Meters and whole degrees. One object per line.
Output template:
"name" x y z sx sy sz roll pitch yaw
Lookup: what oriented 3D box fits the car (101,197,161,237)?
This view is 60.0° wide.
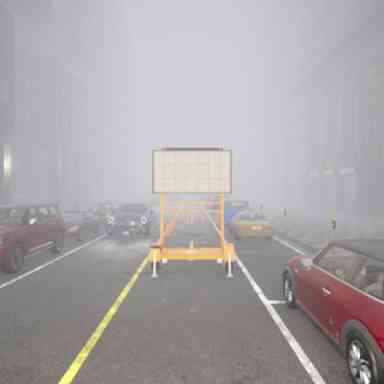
"car" -3.088 1.335 17.837 2.097 1.767 4.553 0 0 0

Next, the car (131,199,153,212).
"car" -5.738 1.536 38.739 1.947 1.339 4.313 0 0 0

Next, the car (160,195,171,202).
"car" -5.715 1.402 72.352 1.967 1.590 4.097 0 0 0

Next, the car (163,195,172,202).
"car" -5.711 1.505 77.954 1.887 1.381 4.507 0 0 0

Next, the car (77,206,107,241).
"car" -5.754 1.567 16.332 1.802 1.307 4.206 0 0 0

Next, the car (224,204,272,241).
"car" 2.771 1.510 16.510 1.752 1.417 4.829 0 0 0

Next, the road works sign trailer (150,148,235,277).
"road works sign trailer" 0.007 0.454 10.181 2.380 3.560 2.880 0 0 0

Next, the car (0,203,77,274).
"car" -5.758 1.305 10.729 2.192 1.841 5.009 0 0 0

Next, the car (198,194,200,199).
"car" 2.806 1.403 66.755 1.967 1.590 4.097 0 0 0

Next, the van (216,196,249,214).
"van" 2.775 1.321 21.941 1.690 1.788 3.998 0 0 0

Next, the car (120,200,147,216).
"car" -5.742 1.539 33.137 1.947 1.339 4.313 0 0 0

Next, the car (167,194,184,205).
"car" -3.031 1.317 58.885 2.097 1.767 4.553 0 0 0

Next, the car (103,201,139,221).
"car" -5.746 1.527 27.536 2.008 1.369 4.403 0 0 0

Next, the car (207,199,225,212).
"car" 2.787 1.552 38.747 1.802 1.307 4.206 0 0 0

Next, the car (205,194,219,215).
"car" 2.782 1.288 33.144 2.192 1.841 5.009 0 0 0

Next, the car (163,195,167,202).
"car" -5.727 1.510 55.546 1.887 1.381 4.507 0 0 0

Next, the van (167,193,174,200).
"van" -5.704 1.299 89.159 1.690 1.788 3.998 0 0 0

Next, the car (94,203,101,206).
"car" -5.750 1.420 21.933 1.967 1.590 4.097 0 0 0

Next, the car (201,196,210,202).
"car" 2.811 1.544 72.357 1.802 1.307 4.206 0 0 0

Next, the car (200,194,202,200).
"car" 2.798 1.406 55.551 1.967 1.590 4.097 0 0 0

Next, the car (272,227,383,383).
"car" 2.763 1.435 5.135 1.967 1.590 4.097 0 0 0

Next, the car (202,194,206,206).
"car" 2.790 1.284 44.348 2.192 1.841 5.009 0 0 0

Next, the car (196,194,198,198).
"car" 2.822 1.503 89.162 1.887 1.381 4.507 0 0 0
